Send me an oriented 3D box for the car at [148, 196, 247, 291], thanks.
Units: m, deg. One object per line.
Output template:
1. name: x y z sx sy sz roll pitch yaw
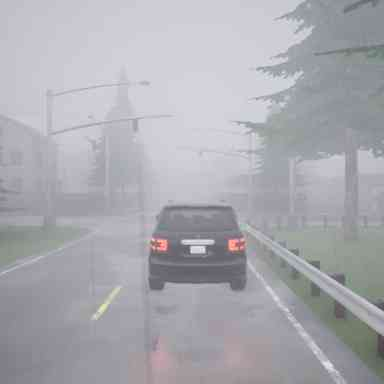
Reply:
1. car: 0.130 1.221 9.180 2.150 2.045 5.566 0 0 0
